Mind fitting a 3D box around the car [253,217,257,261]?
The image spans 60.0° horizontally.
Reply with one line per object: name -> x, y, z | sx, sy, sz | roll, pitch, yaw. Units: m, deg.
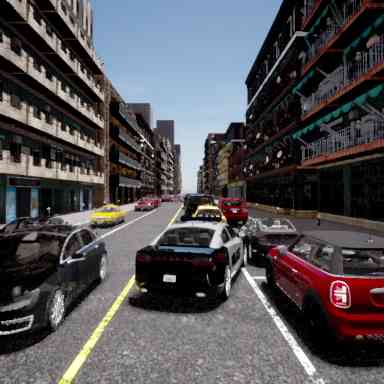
car -> 2.684, 1.551, 11.966 | 2.008, 1.369, 4.403 | 0, 0, 0

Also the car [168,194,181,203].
car -> -3.045, 1.337, 66.442 | 2.097, 1.767, 4.553 | 0, 0, 0

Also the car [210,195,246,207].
car -> 2.678, 1.314, 23.239 | 2.192, 1.841, 5.009 | 0, 0, 0

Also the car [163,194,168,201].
car -> -5.738, 1.297, 73.965 | 2.192, 1.841, 5.009 | 0, 0, 0

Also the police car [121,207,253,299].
police car -> 0.293, 1.425, 8.749 | 1.930, 1.638, 5.238 | 0, 0, 16

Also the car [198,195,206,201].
car -> 2.633, 1.521, 85.240 | 1.887, 1.381, 4.507 | 0, 0, 0

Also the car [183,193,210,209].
car -> 0.561, 1.218, 24.450 | 2.150, 2.045, 5.566 | 0, 0, -3

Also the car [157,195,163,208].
car -> -5.719, 1.308, 45.784 | 2.192, 1.841, 5.009 | 0, 0, 0

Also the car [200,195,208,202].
car -> 2.641, 1.507, 74.137 | 1.752, 1.417, 4.829 | 0, 0, 0

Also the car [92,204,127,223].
car -> -5.704, 1.524, 23.067 | 1.752, 1.417, 4.829 | 0, 0, 0

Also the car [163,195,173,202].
car -> -5.743, 1.419, 79.601 | 1.967, 1.590, 4.097 | 0, 0, 0

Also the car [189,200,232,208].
car -> 0.888, 1.455, 18.653 | 1.801, 1.575, 5.366 | 0, 0, 0

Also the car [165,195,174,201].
car -> -5.747, 1.521, 85.238 | 1.887, 1.381, 4.507 | 0, 0, 0

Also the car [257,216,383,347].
car -> 2.688, 1.440, 6.331 | 1.967, 1.590, 4.097 | 0, 0, 0

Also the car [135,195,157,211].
car -> -5.716, 1.434, 40.147 | 1.967, 1.590, 4.097 | 0, 0, 0

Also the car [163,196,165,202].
car -> -5.724, 1.573, 51.420 | 1.802, 1.307, 4.206 | 0, 0, 0

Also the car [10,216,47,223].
car -> -5.697, 1.566, 11.964 | 1.947, 1.339, 4.313 | 0, 0, 0

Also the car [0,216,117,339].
car -> -3.104, 1.505, 6.925 | 1.837, 1.490, 4.892 | 0, 0, 0
